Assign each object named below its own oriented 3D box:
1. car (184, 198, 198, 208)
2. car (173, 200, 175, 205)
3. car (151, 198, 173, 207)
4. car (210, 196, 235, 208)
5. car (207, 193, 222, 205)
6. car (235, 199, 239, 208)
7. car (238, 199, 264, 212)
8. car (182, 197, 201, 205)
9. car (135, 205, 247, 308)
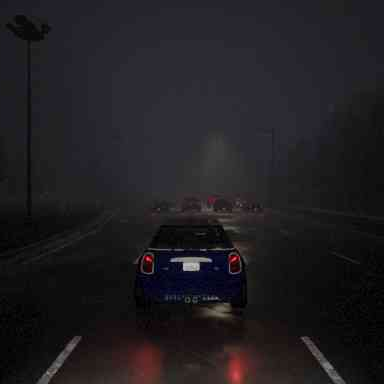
[{"bbox_3d":[-0.104,1.601,48.382,1.895,1.301,4.718,0,0,0],"label":"car"},{"bbox_3d":[-3.604,1.564,48.379,1.994,1.385,4.181,0,0,0],"label":"car"},{"bbox_3d":[-3.583,1.601,38.326,1.895,1.301,4.718,0,0,0],"label":"car"},{"bbox_3d":[3.418,1.505,37.894,1.837,1.490,4.892,0,0,0],"label":"car"},{"bbox_3d":[3.396,1.221,48.359,2.150,2.045,5.566,0,0,0],"label":"car"},{"bbox_3d":[6.896,1.601,48.380,1.895,1.301,4.718,0,0,0],"label":"car"},{"bbox_3d":[6.917,1.601,38.348,1.895,1.301,4.718,0,0,0],"label":"car"},{"bbox_3d":[-0.083,1.352,38.273,2.097,1.767,4.553,0,0,0],"label":"car"},{"bbox_3d":[-0.018,1.352,8.062,2.097,1.767,4.553,0,0,0],"label":"car"}]
